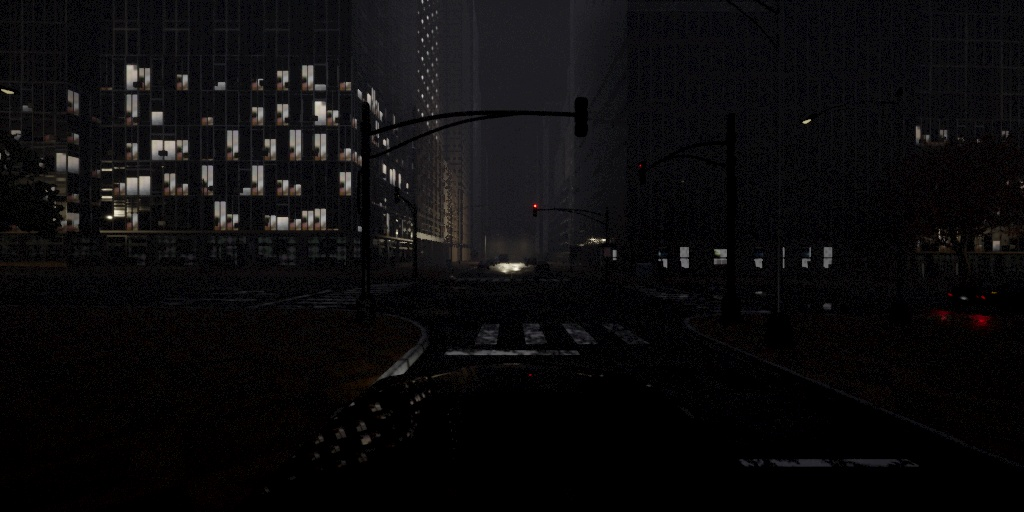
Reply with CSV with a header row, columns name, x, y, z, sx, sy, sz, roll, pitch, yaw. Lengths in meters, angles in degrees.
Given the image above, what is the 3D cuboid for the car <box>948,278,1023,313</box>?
name,x,y,z,sx,sy,sz,roll,pitch,yaw
car,22.198,1.703,15.890,4.674,1.442,1.812,1,0,-3

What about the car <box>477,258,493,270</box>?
name,x,y,z,sx,sy,sz,roll,pitch,yaw
car,-4.079,1.342,52.076,1.802,1.307,4.207,0,0,0

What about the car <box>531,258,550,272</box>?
name,x,y,z,sx,sy,sz,roll,pitch,yaw
car,3.880,1.329,46.591,1.948,1.339,4.313,0,0,0
